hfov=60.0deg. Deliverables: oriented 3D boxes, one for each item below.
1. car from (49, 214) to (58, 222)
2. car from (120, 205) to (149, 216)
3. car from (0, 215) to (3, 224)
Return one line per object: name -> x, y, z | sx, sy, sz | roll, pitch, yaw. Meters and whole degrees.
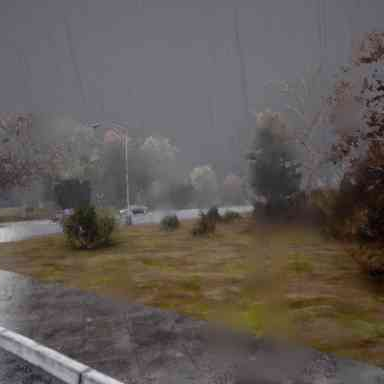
car -> -13.472, 2.517, 36.664 | 1.994, 1.385, 4.181 | -3, -2, 32
car -> -7.919, 2.491, 45.408 | 2.128, 1.511, 4.902 | -3, -2, 32
car -> -18.914, 2.439, 28.353 | 1.837, 1.490, 4.892 | -3, -2, 35
